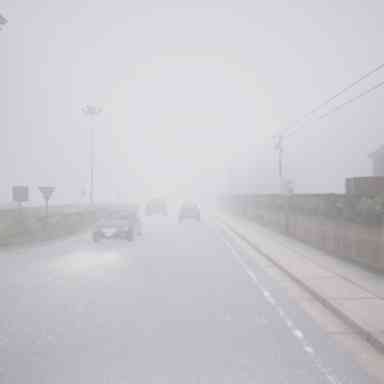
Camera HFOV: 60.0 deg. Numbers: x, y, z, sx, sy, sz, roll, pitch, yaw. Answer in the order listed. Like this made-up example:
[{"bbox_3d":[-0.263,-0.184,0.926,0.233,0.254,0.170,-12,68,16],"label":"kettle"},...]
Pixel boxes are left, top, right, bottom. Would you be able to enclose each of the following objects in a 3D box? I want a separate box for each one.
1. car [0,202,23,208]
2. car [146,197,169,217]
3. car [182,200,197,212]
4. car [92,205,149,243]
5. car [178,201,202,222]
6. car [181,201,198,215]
[{"bbox_3d":[-21.159,1.923,38.140,1.837,1.490,4.892,0,-1,2],"label":"car"},{"bbox_3d":[-3.807,1.596,36.892,2.150,2.045,5.566,0,-1,0],"label":"car"},{"bbox_3d":[-0.389,1.972,48.236,2.128,1.511,4.902,0,0,0],"label":"car"},{"bbox_3d":[-3.733,1.671,17.308,2.128,1.511,4.902,0,-1,0],"label":"car"},{"bbox_3d":[-0.192,1.783,29.296,2.128,1.511,4.902,0,-1,0],"label":"car"},{"bbox_3d":[-0.324,1.873,39.674,1.882,1.535,5.008,0,-1,0],"label":"car"}]
